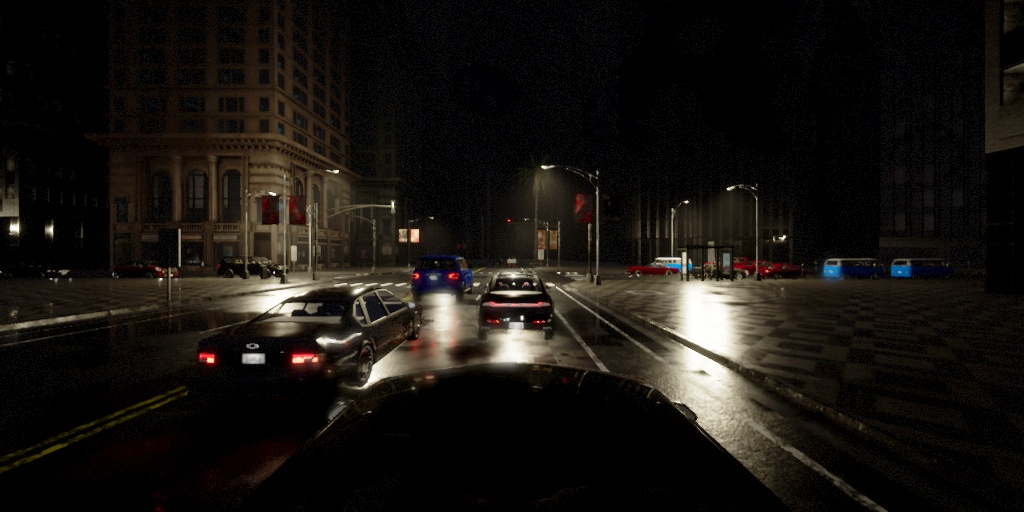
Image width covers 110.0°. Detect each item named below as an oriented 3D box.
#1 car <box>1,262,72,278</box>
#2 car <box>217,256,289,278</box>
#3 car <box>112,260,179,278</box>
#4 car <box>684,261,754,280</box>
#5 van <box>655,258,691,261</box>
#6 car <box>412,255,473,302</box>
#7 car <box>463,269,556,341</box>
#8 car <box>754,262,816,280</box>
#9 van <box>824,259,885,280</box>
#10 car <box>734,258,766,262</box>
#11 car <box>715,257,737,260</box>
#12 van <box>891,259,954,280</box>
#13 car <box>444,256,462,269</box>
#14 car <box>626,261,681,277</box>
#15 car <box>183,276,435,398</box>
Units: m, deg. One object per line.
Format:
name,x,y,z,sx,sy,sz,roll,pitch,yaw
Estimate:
car,-43.153,1.323,32.603,4.902,1.511,2.128,0,0,0
car,-23.451,1.030,32.501,5.566,2.045,2.150,0,0,0
car,-33.170,1.171,32.552,4.553,1.767,2.097,0,0,0
car,17.064,1.329,29.811,4.403,1.370,2.007,0,0,0
van,17.057,1.104,38.336,3.998,1.789,1.690,0,0,0
car,-3.155,0.989,17.130,2.150,2.045,5.566,0,0,0
car,0.091,1.248,9.958,2.128,1.511,4.902,0,0,0
car,22.741,1.356,29.814,4.207,1.307,1.802,0,0,0
van,28.419,1.111,29.818,3.998,1.789,1.690,0,0,0
car,24.254,1.240,35.676,5.008,1.535,1.882,0,0,0
car,22.734,1.074,38.339,5.009,1.841,2.192,0,0,0
van,34.096,1.109,29.822,3.998,1.789,1.690,0,0,0
car,-9.847,1.037,60.103,2.150,2.045,5.566,0,0,0
car,13.886,1.371,35.671,4.718,1.301,1.895,0,0,2
car,-3.149,1.303,6.888,2.033,1.411,5.357,0,0,0
